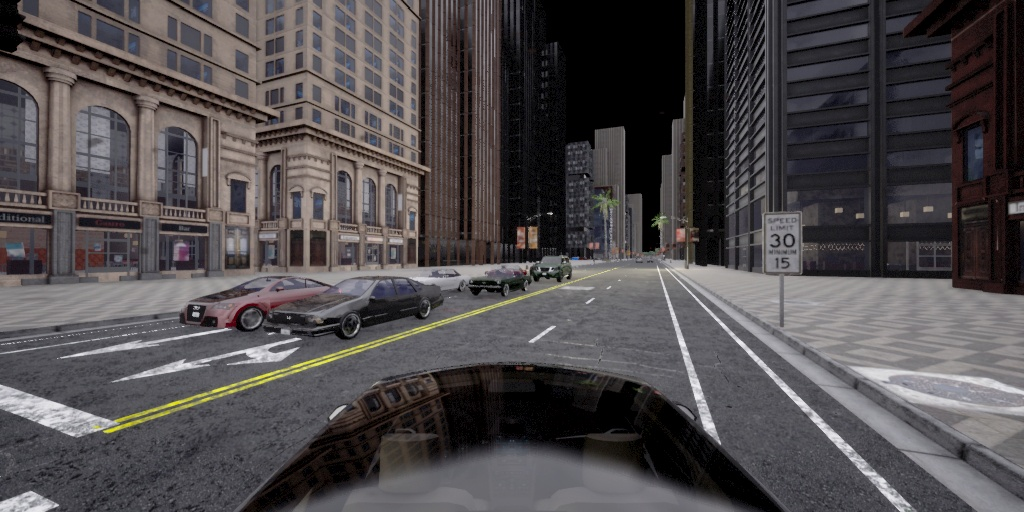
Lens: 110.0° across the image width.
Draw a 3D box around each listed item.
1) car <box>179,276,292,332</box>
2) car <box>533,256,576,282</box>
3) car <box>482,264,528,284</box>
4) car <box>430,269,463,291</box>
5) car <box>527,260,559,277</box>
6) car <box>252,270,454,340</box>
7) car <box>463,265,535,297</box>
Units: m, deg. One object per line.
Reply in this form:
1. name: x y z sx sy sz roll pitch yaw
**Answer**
1. car: -7.335 1.316 11.006 1.994 1.385 4.181 0 0 22
2. car: 3.419 0.986 29.305 2.150 2.045 5.566 0 0 21
3. car: -0.436 1.364 28.411 1.895 1.301 4.718 0 0 22
4. car: -4.110 1.356 19.152 1.895 1.301 4.718 0 0 22
5. car: 3.363 1.250 37.884 1.882 1.535 5.008 0 0 22
6. car: -4.064 1.299 10.450 2.033 1.411 5.357 0 0 22
7. car: -0.528 1.357 19.364 1.895 1.301 4.718 0 0 22
